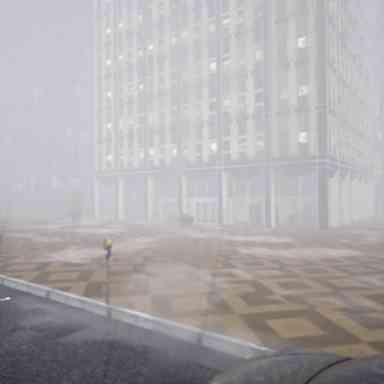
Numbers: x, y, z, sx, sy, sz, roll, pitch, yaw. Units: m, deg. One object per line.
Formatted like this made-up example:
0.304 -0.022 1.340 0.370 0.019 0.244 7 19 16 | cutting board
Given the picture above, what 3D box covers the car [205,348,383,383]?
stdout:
1.810 1.558 1.591 4.313 1.339 1.947 -1 -1 35 | car
